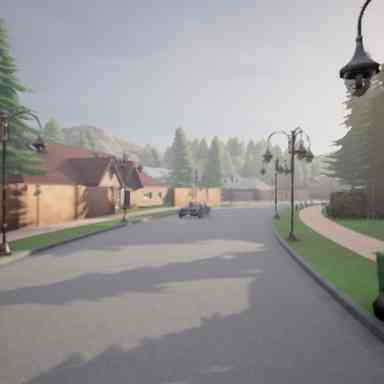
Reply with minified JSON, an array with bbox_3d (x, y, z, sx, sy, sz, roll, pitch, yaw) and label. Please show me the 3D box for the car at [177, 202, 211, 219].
[{"bbox_3d":[0.270,1.489,28.014,1.895,1.301,4.718,0,0,15],"label":"car"}]
